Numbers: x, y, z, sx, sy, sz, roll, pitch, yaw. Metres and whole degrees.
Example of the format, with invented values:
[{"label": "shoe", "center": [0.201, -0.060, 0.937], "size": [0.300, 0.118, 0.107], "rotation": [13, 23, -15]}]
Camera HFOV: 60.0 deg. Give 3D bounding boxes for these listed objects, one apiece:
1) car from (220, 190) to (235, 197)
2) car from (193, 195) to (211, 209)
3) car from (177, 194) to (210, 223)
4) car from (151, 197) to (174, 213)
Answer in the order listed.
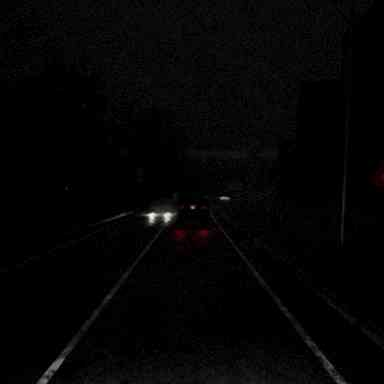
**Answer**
[{"label": "car", "center": [8.153, 0.350, 74.991], "size": [2.033, 1.411, 5.357], "rotation": [3, 3, 27]}, {"label": "car", "center": [1.345, 1.255, 42.852], "size": [1.801, 1.575, 5.366], "rotation": [1, 1, 8]}, {"label": "car", "center": [0.109, 1.135, 24.506], "size": [2.150, 2.045, 5.566], "rotation": [0, 0, 1]}, {"label": "car", "center": [-3.109, 1.324, 35.905], "size": [1.882, 1.535, 5.008], "rotation": [0, 1, 4]}]
